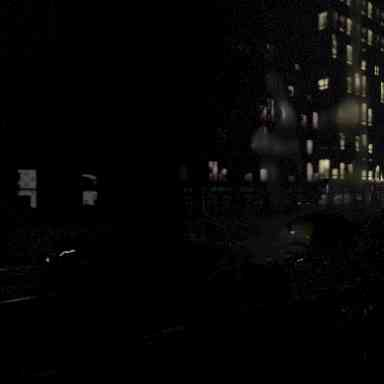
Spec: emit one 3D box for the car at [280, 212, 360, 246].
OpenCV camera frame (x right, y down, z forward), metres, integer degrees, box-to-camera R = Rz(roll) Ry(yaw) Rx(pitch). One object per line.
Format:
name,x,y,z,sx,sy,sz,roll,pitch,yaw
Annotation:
car,6.194,1.679,16.030,4.181,1.385,1.994,1,0,-35

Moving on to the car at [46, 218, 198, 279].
car,-1.958,1.558,10.264,4.674,1.442,1.812,1,0,-36
